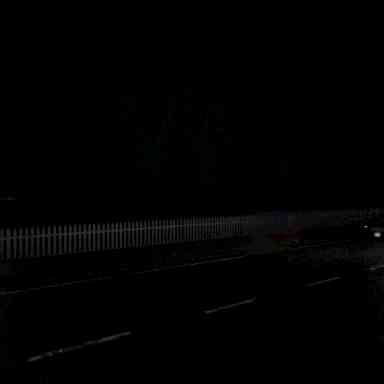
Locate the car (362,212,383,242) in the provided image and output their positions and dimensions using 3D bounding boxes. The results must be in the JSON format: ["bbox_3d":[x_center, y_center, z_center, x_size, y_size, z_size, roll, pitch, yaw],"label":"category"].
[{"bbox_3d":[9.637,1.491,15.123,4.902,1.511,2.128,0,0,-35],"label":"car"}]
